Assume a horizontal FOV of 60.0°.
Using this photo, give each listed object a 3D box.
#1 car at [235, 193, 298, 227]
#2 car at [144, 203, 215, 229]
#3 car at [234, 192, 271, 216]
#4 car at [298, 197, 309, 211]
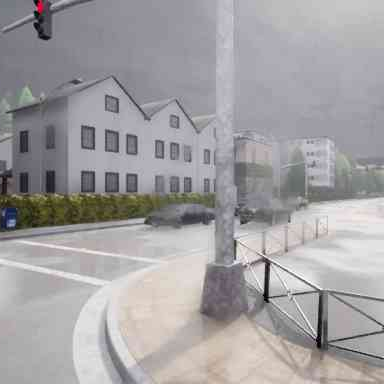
[{"bbox_3d":[4.908,1.164,21.413,2.097,1.767,4.553,0,0,35],"label":"car"},{"bbox_3d":[-0.499,1.360,20.198,2.033,1.411,5.357,0,0,35],"label":"car"},{"bbox_3d":[5.464,1.034,28.611,2.150,2.045,5.566,0,0,35],"label":"car"},{"bbox_3d":[11.531,1.304,37.094,2.128,1.511,4.902,0,0,36],"label":"car"}]
